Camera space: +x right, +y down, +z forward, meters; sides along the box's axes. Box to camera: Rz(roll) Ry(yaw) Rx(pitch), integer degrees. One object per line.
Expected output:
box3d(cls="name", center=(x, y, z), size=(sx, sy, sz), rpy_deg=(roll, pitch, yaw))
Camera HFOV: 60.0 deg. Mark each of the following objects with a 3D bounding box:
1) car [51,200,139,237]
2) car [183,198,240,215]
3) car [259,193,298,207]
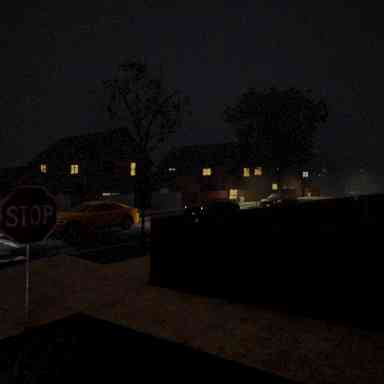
box3d(cls="car", center=(-4.999, 1.215, 16.874), size=(1.882, 1.535, 5.008), rpy_deg=(1, 2, 40))
box3d(cls="car", center=(1.500, 1.118, 24.494), size=(1.895, 1.301, 4.718), rpy_deg=(1, 2, 41))
box3d(cls="car", center=(8.692, 0.820, 32.910), size=(2.033, 1.411, 5.357), rpy_deg=(1, 2, 40))
